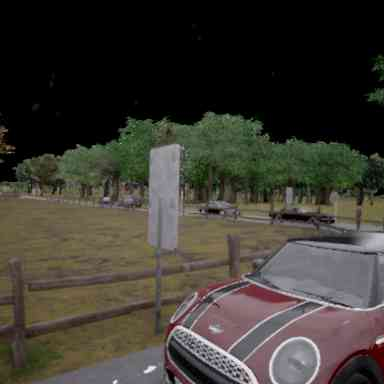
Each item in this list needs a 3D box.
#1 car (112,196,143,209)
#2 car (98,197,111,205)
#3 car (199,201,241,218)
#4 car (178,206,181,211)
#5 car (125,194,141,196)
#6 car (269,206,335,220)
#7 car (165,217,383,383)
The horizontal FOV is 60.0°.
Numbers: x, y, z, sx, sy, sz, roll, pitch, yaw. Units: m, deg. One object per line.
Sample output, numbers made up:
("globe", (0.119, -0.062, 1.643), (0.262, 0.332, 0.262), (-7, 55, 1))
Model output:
("car", (-9.401, 1.666, 48.732), (2.033, 1.411, 5.357), (2, -1, -35))
("car", (-16.291, 1.705, 63.384), (1.812, 1.442, 4.674), (2, -1, -34))
("car", (2.613, 1.618, 31.819), (2.128, 1.511, 4.902), (2, -1, -35))
("car", (-3.096, 1.686, 39.823), (1.994, 1.385, 4.181), (2, -1, -37))
("car", (-10.074, 1.426, 54.693), (2.150, 2.045, 5.566), (2, -1, -36))
("car", (7.997, 1.730, 24.264), (1.895, 1.301, 4.718), (2, -1, -35))
("car", (1.904, 1.378, 4.362), (4.553, 1.767, 2.097), (1, 0, -35))
